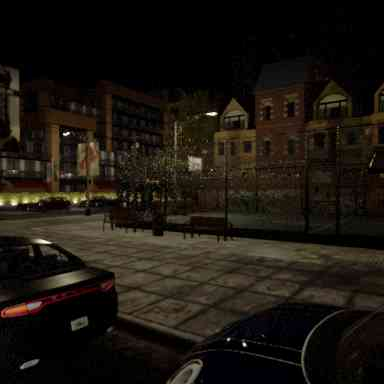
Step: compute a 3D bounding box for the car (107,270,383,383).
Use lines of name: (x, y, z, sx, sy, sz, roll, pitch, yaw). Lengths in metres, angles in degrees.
car: (1.906, 1.354, 1.952, 4.553, 1.767, 2.185, 0, 0, 35)

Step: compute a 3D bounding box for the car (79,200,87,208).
car: (-14.431, 1.391, 49.379, 2.097, 1.767, 4.553, 0, 0, 35)

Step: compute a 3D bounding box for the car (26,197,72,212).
car: (-16.805, 1.387, 39.841, 2.097, 1.767, 4.553, 0, 0, 35)

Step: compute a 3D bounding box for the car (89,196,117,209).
car: (-11.585, 1.526, 47.342, 2.128, 1.511, 4.902, 0, 0, 35)

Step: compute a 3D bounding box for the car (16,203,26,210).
car: (-19.519, 1.640, 42.073, 1.895, 1.301, 4.718, 0, 0, 35)

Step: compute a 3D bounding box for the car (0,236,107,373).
car: (-3.420, 1.485, 5.549, 5.008, 1.535, 2.097, 0, 0, 35)
